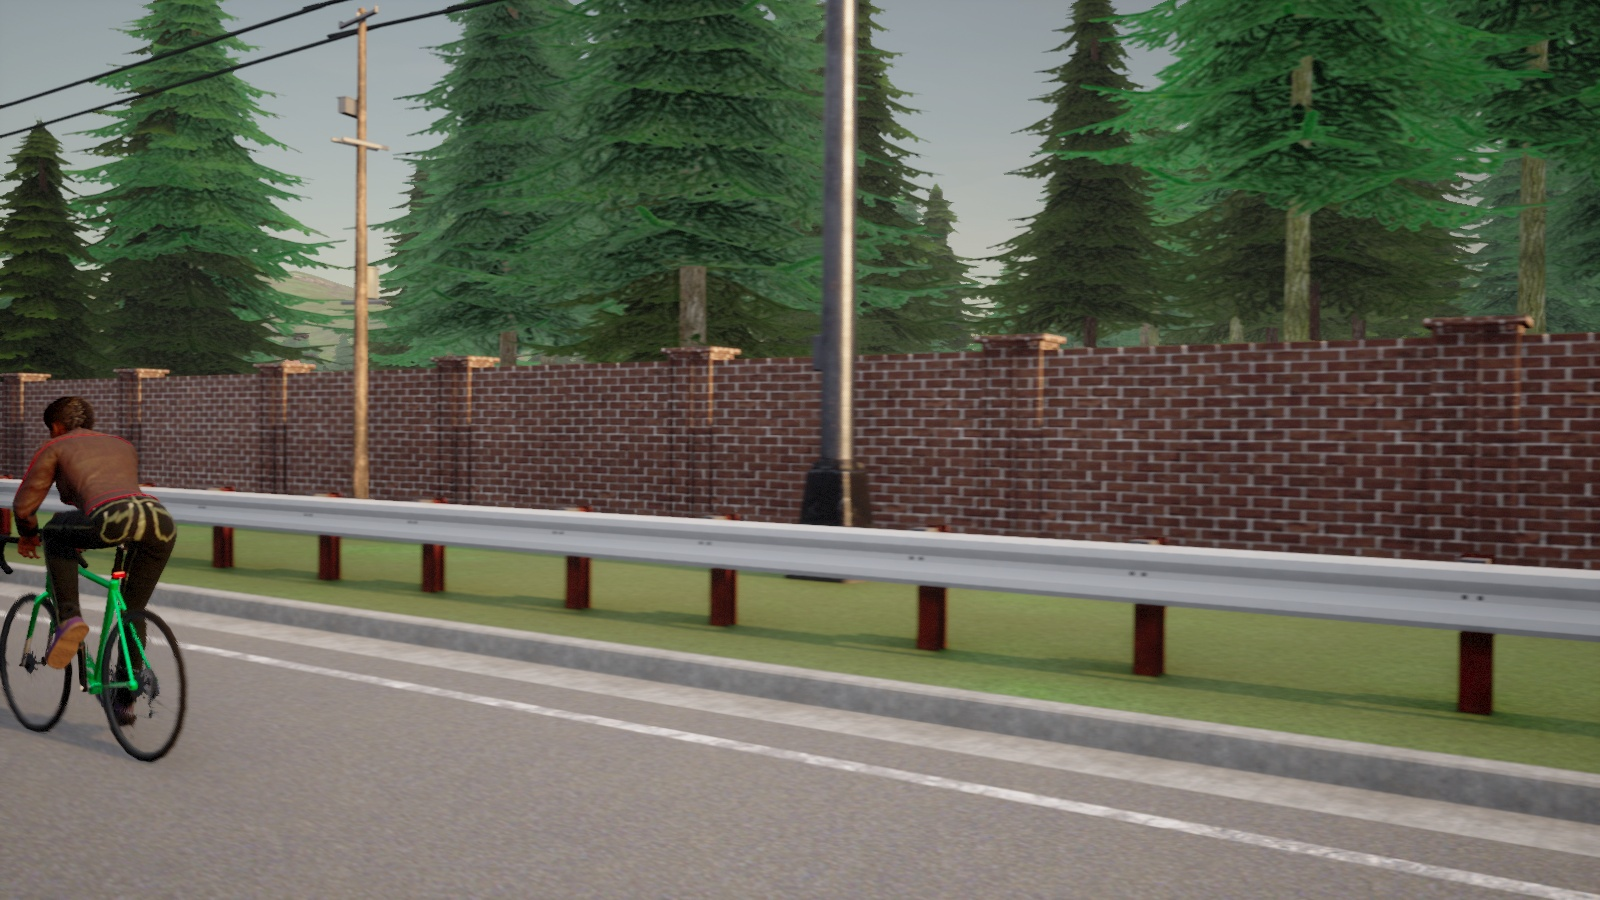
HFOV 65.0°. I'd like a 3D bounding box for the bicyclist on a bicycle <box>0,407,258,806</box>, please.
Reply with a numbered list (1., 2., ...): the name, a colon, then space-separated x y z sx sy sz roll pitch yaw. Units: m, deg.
1. bicyclist on a bicycle: -3.271 0.635 5.792 1.656 1.620 0.582 0 1 34
